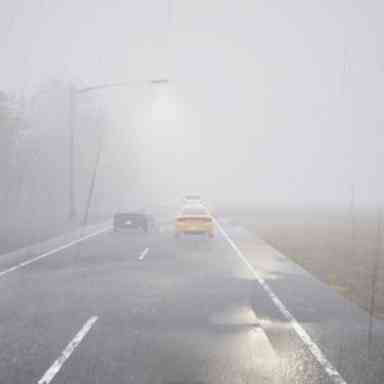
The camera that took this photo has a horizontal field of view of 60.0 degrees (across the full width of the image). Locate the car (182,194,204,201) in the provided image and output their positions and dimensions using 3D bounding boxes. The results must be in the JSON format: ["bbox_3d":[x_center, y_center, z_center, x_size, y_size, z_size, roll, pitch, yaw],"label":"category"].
[{"bbox_3d":[0.103,1.233,37.046,2.150,2.045,5.566,0,0,0],"label":"car"}]

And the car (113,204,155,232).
[{"bbox_3d":[-3.397,1.484,20.228,1.882,1.535,5.008,0,0,0],"label":"car"}]

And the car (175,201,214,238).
[{"bbox_3d":[0.113,1.483,17.840,1.882,1.535,5.008,0,0,0],"label":"car"}]
